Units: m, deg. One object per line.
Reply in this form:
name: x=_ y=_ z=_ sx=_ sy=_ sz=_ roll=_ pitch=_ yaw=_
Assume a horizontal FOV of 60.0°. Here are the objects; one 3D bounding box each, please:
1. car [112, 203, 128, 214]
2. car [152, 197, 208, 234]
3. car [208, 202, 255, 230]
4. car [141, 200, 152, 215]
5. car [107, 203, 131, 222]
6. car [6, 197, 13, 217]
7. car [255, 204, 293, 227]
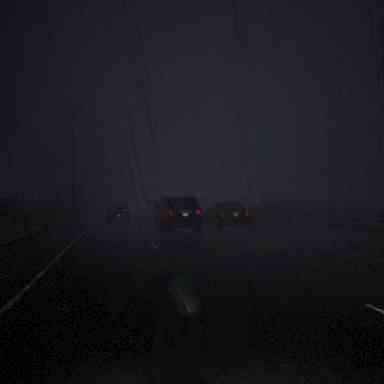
car: x=-9.131 y=2.048 z=42.572 sx=1.895 sy=1.301 sz=4.718 roll=0 pitch=-1 yaw=-12
car: x=-0.899 y=1.300 z=19.854 sx=2.150 sy=2.045 sz=5.566 roll=0 pitch=-1 yaw=-12
car: x=2.199 y=1.447 z=22.170 sx=2.097 sy=1.767 sz=4.553 roll=0 pitch=-1 yaw=-12
car: x=-4.653 y=1.705 z=38.160 sx=2.097 sy=1.767 sz=4.553 roll=0 pitch=-1 yaw=-12
car: x=-6.292 y=1.698 z=28.718 sx=2.128 sy=1.511 sz=4.902 roll=0 pitch=-1 yaw=-12
car: x=-17.506 y=1.491 z=30.168 sx=2.150 sy=2.045 sz=5.566 roll=0 pitch=-1 yaw=-12
car: x=5.408 y=1.597 z=23.942 sx=2.128 sy=1.511 sz=4.902 roll=0 pitch=-1 yaw=-12
